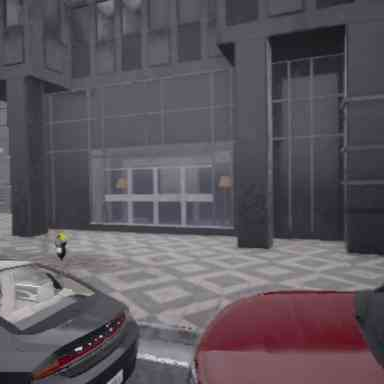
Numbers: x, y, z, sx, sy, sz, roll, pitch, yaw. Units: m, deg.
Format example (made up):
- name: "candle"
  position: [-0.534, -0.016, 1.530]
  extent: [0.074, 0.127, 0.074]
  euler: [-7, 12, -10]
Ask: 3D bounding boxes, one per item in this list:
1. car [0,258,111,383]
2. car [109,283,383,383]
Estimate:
- name: "car"
  position: [-2.743, 1.472, 3.713]
  extent: [4.403, 1.369, 2.008]
  euler: [0, 2, 20]
- name: "car"
  position: [2.350, 1.202, 1.813]
  extent: [5.009, 1.841, 2.192]
  euler: [0, 2, 20]
